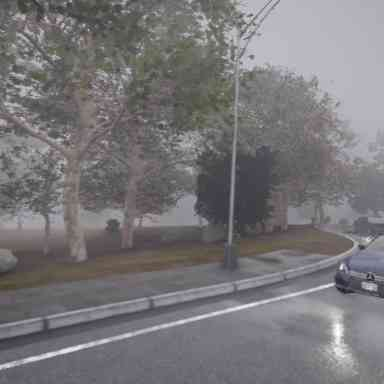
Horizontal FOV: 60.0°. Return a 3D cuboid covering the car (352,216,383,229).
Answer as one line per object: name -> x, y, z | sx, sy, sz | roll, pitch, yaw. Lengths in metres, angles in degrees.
car -> 14.423, 2.669, 26.496 | 1.882, 1.535, 5.008 | 2, -2, 8

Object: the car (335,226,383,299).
car -> 5.399, 1.762, 8.341 | 4.674, 1.442, 1.812 | 3, -1, -41
